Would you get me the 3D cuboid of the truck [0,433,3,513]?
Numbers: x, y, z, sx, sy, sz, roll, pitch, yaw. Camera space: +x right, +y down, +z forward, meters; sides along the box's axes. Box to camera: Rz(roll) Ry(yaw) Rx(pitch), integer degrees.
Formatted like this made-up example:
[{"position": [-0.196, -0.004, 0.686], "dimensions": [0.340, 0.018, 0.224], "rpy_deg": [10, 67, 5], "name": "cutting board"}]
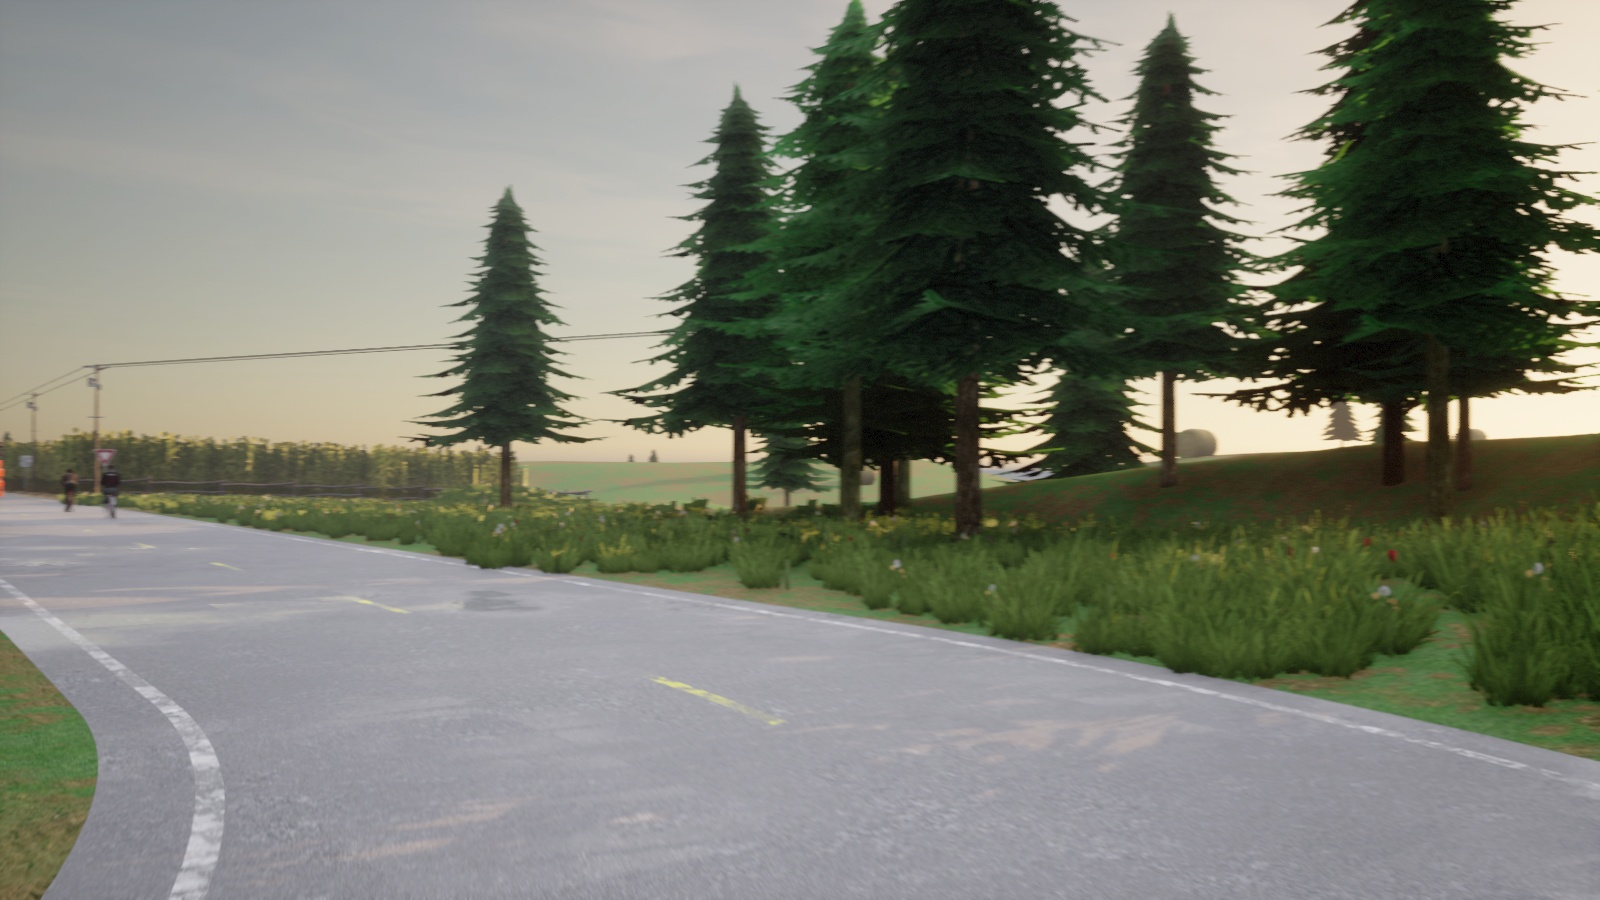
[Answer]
[{"position": [-38.637, 1.023, 55.226], "dimensions": [7.936, 3.462, 2.891], "rpy_deg": [-1, -1, 32], "name": "truck"}]
